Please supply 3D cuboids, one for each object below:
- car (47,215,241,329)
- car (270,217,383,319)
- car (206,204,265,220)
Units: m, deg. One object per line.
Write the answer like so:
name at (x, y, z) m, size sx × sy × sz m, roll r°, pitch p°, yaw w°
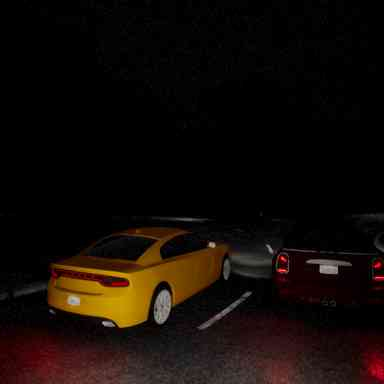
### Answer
car at (-0.681, 1.504, 7.241) m, size 1.882 × 1.535 × 5.008 m, roll 0°, pitch 0°, yaw 27°
car at (3.124, 1.383, 7.801) m, size 2.097 × 1.767 × 4.553 m, roll 0°, pitch 0°, yaw 20°
car at (3.497, 1.657, 27.392) m, size 4.718 × 1.301 × 1.895 m, roll -4°, pitch -2°, yaw 25°
